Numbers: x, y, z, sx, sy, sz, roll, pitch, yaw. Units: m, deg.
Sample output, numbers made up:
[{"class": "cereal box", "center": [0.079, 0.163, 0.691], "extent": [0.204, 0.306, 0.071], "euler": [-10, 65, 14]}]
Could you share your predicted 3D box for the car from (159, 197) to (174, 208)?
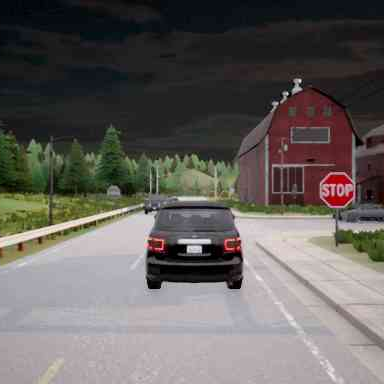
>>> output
[{"class": "car", "center": [-3.642, 1.504, 48.657], "extent": [1.837, 1.490, 4.892], "euler": [0, 0, 0]}]

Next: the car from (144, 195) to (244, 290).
[{"class": "car", "center": [0.074, 1.221, 9.232], "extent": [2.150, 2.045, 5.566], "euler": [0, 0, 1]}]

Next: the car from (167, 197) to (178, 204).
[{"class": "car", "center": [-3.618, 1.600, 62.505], "extent": [1.895, 1.301, 4.718], "euler": [0, 0, 0]}]

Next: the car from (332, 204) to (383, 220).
[{"class": "car", "center": [12.693, 1.563, 24.630], "extent": [4.181, 1.385, 1.994], "euler": [0, 0, -1]}]

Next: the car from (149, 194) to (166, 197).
[{"class": "car", "center": [-3.617, 1.221, 34.844], "extent": [2.150, 2.045, 5.566], "euler": [0, 0, 0]}]
